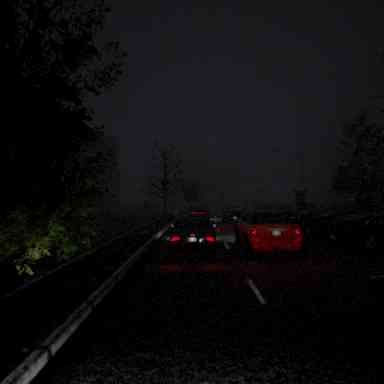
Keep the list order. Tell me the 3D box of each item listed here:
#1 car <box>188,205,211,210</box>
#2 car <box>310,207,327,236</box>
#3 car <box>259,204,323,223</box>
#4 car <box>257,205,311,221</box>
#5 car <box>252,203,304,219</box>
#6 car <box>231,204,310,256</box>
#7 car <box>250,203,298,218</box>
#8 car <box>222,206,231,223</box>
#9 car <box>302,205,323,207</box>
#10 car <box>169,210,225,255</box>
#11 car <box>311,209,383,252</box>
[{"bbox_3d":[0.630,1.914,29.406,1.837,1.490,4.892,0,-1,4],"label":"car"},{"bbox_3d":[8.172,1.713,17.501,4.892,1.521,2.231,1,-1,-18],"label":"car"},{"bbox_3d":[8.674,1.914,29.302,5.008,1.535,2.097,1,-1,-16],"label":"car"},{"bbox_3d":[8.876,2.008,32.243,4.674,1.452,2.002,1,-1,-15],"label":"car"},{"bbox_3d":[9.088,2.024,35.195,4.892,1.521,2.231,1,-1,-15],"label":"car"},{"bbox_3d":[3.063,1.525,14.046,2.097,1.767,4.553,0,-1,1],"label":"car"},{"bbox_3d":[9.374,2.110,38.146,4.792,1.488,2.163,1,-1,-15],"label":"car"},{"bbox_3d":[3.633,1.942,29.341,1.812,1.442,4.674,0,-1,4],"label":"car"},{"bbox_3d":[8.256,1.762,20.456,4.892,1.521,2.231,1,-1,-18],"label":"car"},{"bbox_3d":[0.058,1.719,13.992,2.033,1.411,5.357,0,-1,1],"label":"car"},{"bbox_3d":[8.114,1.667,14.543,4.892,1.521,2.231,1,-1,-19],"label":"car"}]
